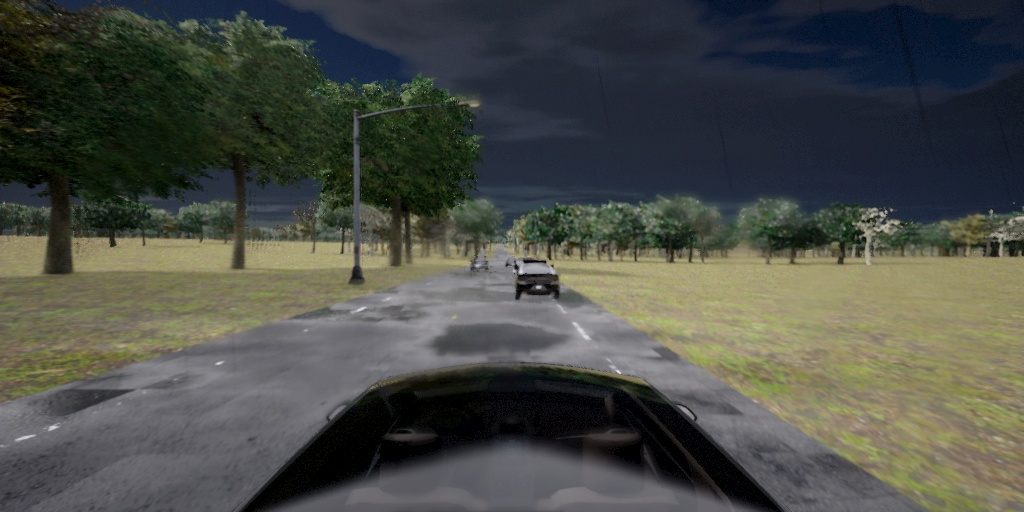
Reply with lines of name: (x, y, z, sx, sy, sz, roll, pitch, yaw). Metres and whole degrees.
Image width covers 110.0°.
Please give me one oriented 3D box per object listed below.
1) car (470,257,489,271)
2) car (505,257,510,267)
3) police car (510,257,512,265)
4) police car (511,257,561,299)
car: (-3.580, 0.873, 40.106, 2.128, 1.511, 4.902, 0, 0, 0)
car: (-0.003, 0.882, 53.561, 1.994, 1.385, 4.181, 0, 0, 1)
police car: (1.047, 0.890, 26.612, 1.930, 1.638, 5.238, 0, 0, 0)
police car: (1.048, 0.983, 16.608, 1.930, 1.638, 5.238, 0, 1, 0)
